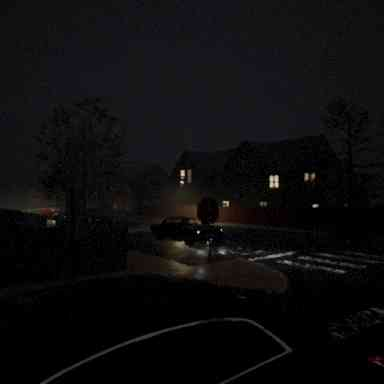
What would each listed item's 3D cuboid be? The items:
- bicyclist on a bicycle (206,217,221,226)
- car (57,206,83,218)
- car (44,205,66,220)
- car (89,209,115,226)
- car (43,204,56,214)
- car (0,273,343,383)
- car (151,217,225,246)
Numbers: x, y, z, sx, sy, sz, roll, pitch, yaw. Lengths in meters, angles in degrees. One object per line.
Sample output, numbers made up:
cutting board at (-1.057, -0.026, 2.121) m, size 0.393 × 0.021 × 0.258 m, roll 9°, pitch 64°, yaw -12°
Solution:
bicyclist on a bicycle at (1.544, 1.828, 25.416) m, size 1.656 × 1.620 × 0.582 m, roll -1°, pitch -1°, yaw -36°
car at (-17.170, 2.754, 46.647) m, size 2.033 × 1.411 × 5.357 m, roll 0°, pitch -1°, yaw -35°
car at (-15.869, 2.632, 39.800) m, size 1.994 × 1.385 × 4.181 m, roll 0°, pitch -1°, yaw -35°
car at (-8.482, 2.246, 29.397) m, size 1.882 × 1.535 × 5.008 m, roll 0°, pitch -1°, yaw -35°
car at (-23.132, 2.802, 54.997) m, size 2.097 × 1.767 × 4.553 m, roll 0°, pitch -1°, yaw -36°
car at (-0.872, 1.508, 2.307) m, size 4.892 × 1.490 × 1.837 m, roll 1°, pitch 1°, yaw -36°
car at (-0.343, 2.038, 17.995) m, size 1.895 × 1.301 × 4.718 m, roll 0°, pitch -1°, yaw -36°
